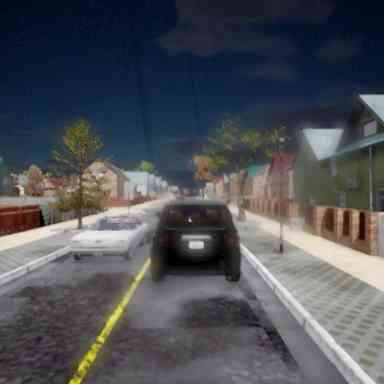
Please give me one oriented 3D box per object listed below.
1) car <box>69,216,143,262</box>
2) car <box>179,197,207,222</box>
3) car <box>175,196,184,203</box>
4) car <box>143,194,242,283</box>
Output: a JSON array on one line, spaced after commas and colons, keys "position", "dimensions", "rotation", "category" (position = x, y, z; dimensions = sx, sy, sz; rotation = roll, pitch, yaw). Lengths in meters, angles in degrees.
[{"position": [-2.840, 1.588, 12.301], "dimensions": [1.895, 1.301, 4.718], "rotation": [0, 0, 0], "category": "car"}, {"position": [0.095, 1.336, 27.092], "dimensions": [2.097, 1.767, 4.553], "rotation": [0, 0, 0], "category": "car"}, {"position": [-2.714, 1.606, 73.301], "dimensions": [1.994, 1.385, 4.181], "rotation": [0, 0, 0], "category": "car"}, {"position": [0.087, 1.214, 9.764], "dimensions": [2.150, 2.045, 5.566], "rotation": [0, 0, 0], "category": "car"}]
